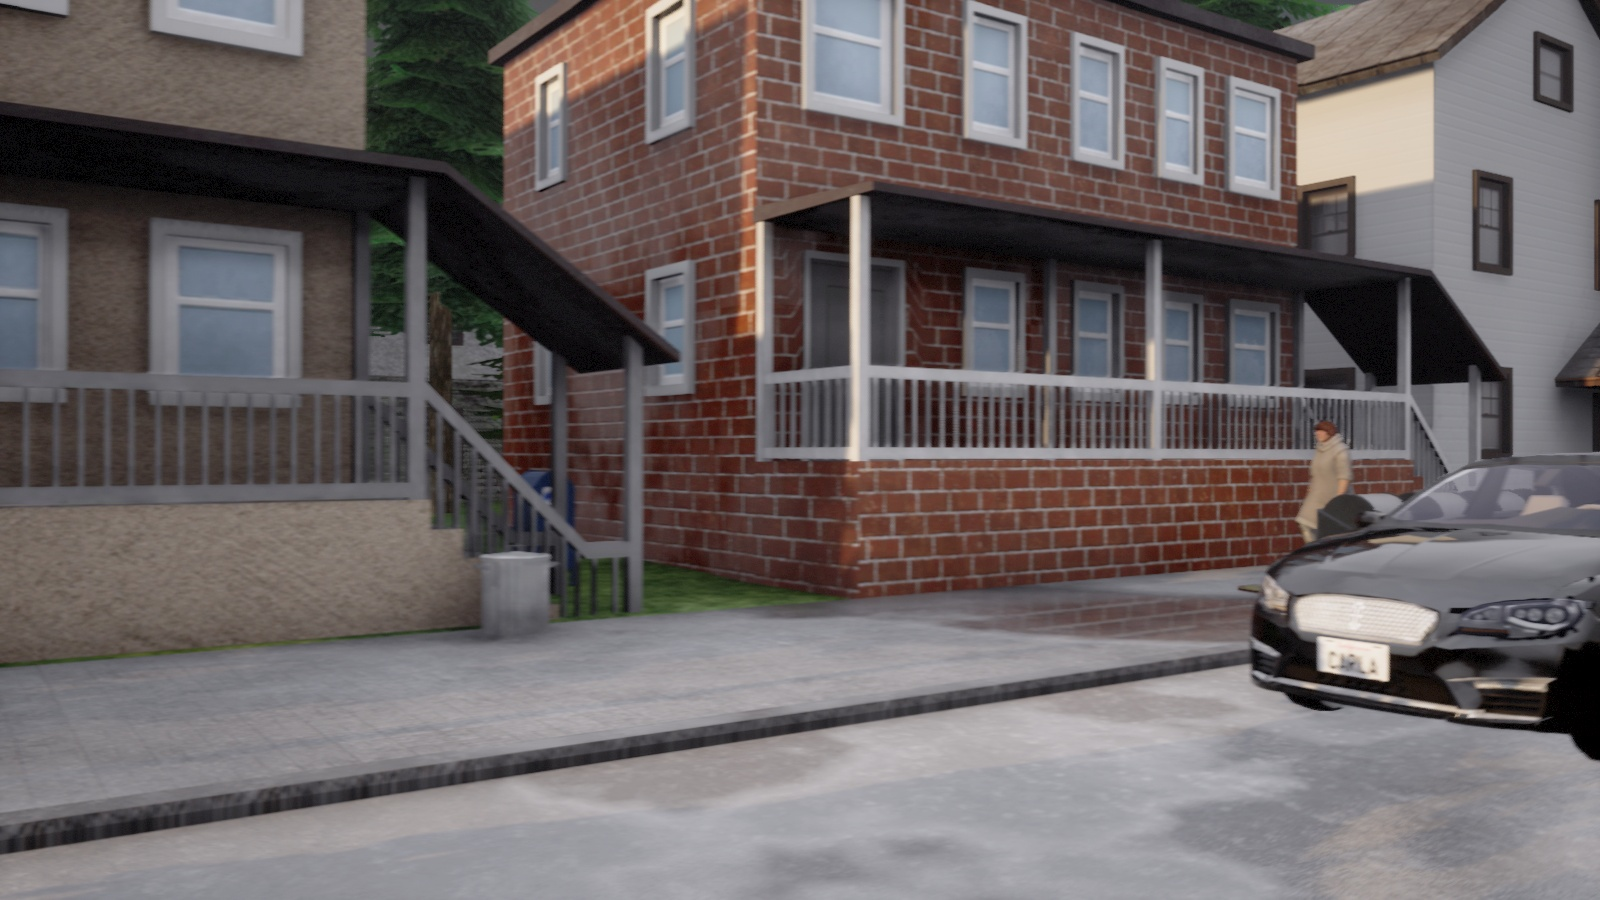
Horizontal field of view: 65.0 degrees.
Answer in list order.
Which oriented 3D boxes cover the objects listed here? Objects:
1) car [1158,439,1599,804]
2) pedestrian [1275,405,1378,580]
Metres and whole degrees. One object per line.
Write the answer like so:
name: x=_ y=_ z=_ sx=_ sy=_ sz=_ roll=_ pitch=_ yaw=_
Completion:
car: x=4.604 y=0.709 z=7.471 sx=4.902 sy=1.511 sz=2.128 roll=0 pitch=0 yaw=-35
pedestrian: x=6.036 y=0.477 z=14.423 sx=0.873 sy=1.952 sz=0.659 roll=0 pitch=0 yaw=-12
